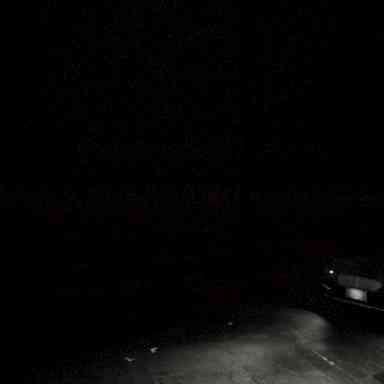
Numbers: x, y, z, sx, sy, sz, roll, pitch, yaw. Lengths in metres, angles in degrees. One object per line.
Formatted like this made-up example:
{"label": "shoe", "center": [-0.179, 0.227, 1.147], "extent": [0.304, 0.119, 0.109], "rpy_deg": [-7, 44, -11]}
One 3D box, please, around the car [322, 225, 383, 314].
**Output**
{"label": "car", "center": [4.710, 1.504, 7.327], "extent": [4.902, 1.511, 2.128], "rpy_deg": [0, 0, -40]}
